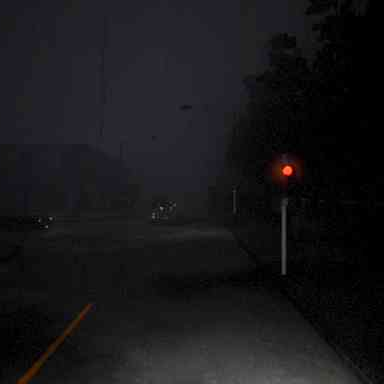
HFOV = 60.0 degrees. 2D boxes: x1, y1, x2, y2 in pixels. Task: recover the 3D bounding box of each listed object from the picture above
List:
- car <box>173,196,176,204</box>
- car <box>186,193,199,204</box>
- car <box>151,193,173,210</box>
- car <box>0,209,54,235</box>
[{"bbox_3d":[-4.062,1.505,53.834,1.837,1.490,4.892,0,0,0],"label":"car"},{"bbox_3d":[0.131,1.218,61.805,2.150,2.045,5.566,0,0,0],"label":"car"},{"bbox_3d":[-4.076,1.221,43.916,2.150,2.045,5.566,0,0,0],"label":"car"},{"bbox_3d":[-10.261,1.601,18.381,4.718,1.301,1.895,0,0,-1],"label":"car"}]
